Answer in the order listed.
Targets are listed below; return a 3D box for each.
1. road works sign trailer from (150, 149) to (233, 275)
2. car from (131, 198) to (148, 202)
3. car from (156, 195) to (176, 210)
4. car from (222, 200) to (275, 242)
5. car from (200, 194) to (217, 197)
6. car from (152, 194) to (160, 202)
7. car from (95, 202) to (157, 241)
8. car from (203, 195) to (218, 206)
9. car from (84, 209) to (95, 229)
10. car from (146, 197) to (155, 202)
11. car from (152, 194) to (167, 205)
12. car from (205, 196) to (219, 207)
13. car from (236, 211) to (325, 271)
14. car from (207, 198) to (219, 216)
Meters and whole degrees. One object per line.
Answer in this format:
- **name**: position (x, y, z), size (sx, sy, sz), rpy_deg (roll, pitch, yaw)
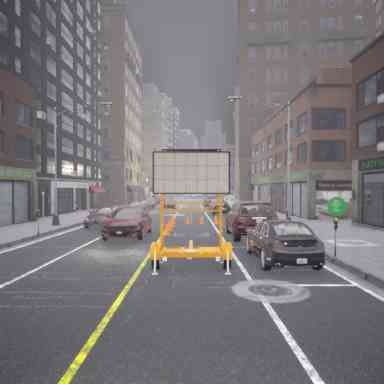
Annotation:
- **road works sign trailer**: position (-0.019, 0.462, 10.444), size (2.380, 3.560, 2.880), rpy_deg (0, 0, 0)
- **car**: position (-5.733, 1.573, 32.765), size (1.802, 1.307, 4.206), rpy_deg (-1, 0, 0)
- **car**: position (-3.075, 1.462, 42.185), size (1.882, 1.535, 5.008), rpy_deg (0, 0, 0)
- **car**: position (2.819, 1.312, 16.274), size (2.192, 1.841, 5.009), rpy_deg (-1, 0, 0)
- **car**: position (2.754, 1.538, 54.819), size (1.947, 1.339, 4.313), rpy_deg (-1, 0, 0)
- **car**: position (-5.753, 1.423, 43.781), size (1.967, 1.590, 4.097), rpy_deg (-1, 0, 0)
- **car**: position (-3.132, 1.474, 16.801), size (1.882, 1.535, 5.008), rpy_deg (0, 0, 0)
- **car**: position (2.764, 1.544, 49.312), size (1.947, 1.339, 4.313), rpy_deg (-1, 0, 0)
- **car**: position (-5.713, 1.577, 21.750), size (1.802, 1.307, 4.206), rpy_deg (-1, 0, 0)
- **car**: position (-5.742, 1.569, 38.273), size (1.802, 1.307, 4.206), rpy_deg (-1, 0, 0)
- **car**: position (-5.784, 1.281, 60.304), size (2.192, 1.841, 5.009), rpy_deg (-1, 0, 0)
- **car**: position (2.783, 1.513, 38.469), size (1.752, 1.417, 4.829), rpy_deg (-1, 0, 0)
- **car**: position (2.831, 1.549, 10.768), size (2.008, 1.369, 4.403), rpy_deg (-1, 0, 0)
- **car**: position (2.792, 1.557, 32.793), size (1.947, 1.339, 4.313), rpy_deg (-1, 0, 0)
